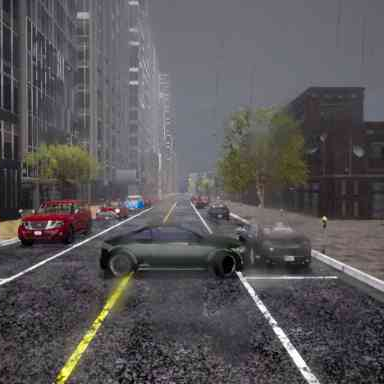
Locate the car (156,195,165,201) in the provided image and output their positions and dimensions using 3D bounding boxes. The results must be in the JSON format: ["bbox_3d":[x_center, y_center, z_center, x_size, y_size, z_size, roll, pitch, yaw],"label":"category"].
[{"bbox_3d":[-7.806,1.497,82.663,1.752,1.417,4.829,-1,0,-1],"label":"car"}]

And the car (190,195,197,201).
[{"bbox_3d":[0.426,1.551,88.570,1.802,1.307,4.206,-1,0,-1],"label":"car"}]

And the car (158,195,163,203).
[{"bbox_3d":[-7.381,1.522,66.234,1.887,1.381,4.507,-1,0,-1],"label":"car"}]

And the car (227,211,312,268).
[{"bbox_3d":[2.556,1.548,11.116,2.008,1.369,4.403,-1,0,-1],"label":"car"}]

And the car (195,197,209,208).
[{"bbox_3d":[1.421,1.509,50.011,1.752,1.417,4.829,-1,0,-1],"label":"car"}]

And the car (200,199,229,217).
[{"bbox_3d":[2.028,1.543,26.976,2.008,1.369,4.403,-1,0,-1],"label":"car"}]

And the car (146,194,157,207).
[{"bbox_3d":[-6.955,1.299,49.635,2.192,1.841,5.009,-1,0,-1],"label":"car"}]

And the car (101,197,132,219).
[{"bbox_3d":[-6.375,1.432,26.775,1.967,1.590,4.097,-1,0,-1],"label":"car"}]

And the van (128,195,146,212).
[{"bbox_3d":[-6.669,1.329,38.569,1.690,1.788,3.998,-1,0,-1],"label":"van"}]

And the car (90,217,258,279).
[{"bbox_3d":[-0.462,1.556,9.516,4.181,1.385,1.994,0,0,-1],"label":"car"}]

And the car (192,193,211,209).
[{"bbox_3d":[1.565,1.301,44.309,2.192,1.841,5.009,-1,0,-1],"label":"car"}]

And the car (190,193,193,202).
[{"bbox_3d":[0.850,1.291,71.972,2.192,1.841,5.009,-1,0,-1],"label":"car"}]

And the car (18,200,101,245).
[{"bbox_3d":[-6.181,1.310,15.707,2.192,1.841,5.009,-1,0,-1],"label":"car"}]
